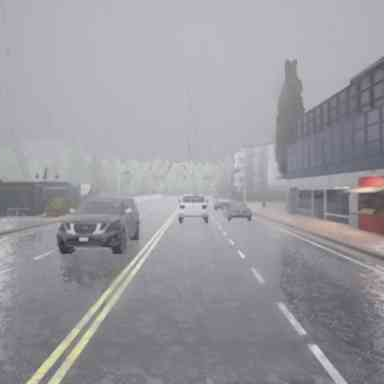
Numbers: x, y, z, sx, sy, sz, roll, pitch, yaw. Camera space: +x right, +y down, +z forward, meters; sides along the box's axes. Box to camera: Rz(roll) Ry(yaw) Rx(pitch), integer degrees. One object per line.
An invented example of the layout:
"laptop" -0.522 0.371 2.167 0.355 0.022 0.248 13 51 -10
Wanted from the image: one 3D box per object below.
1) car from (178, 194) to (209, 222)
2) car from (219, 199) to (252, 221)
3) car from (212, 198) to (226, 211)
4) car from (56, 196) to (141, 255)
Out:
"car" 0.121 1.183 25.615 2.150 2.045 5.566 0 0 1
"car" 3.603 1.510 26.822 2.033 1.411 5.357 0 0 0
"car" 3.605 1.468 40.313 1.812 1.442 4.674 0 0 0
"car" -3.506 1.205 13.611 2.150 2.045 5.566 0 0 0
